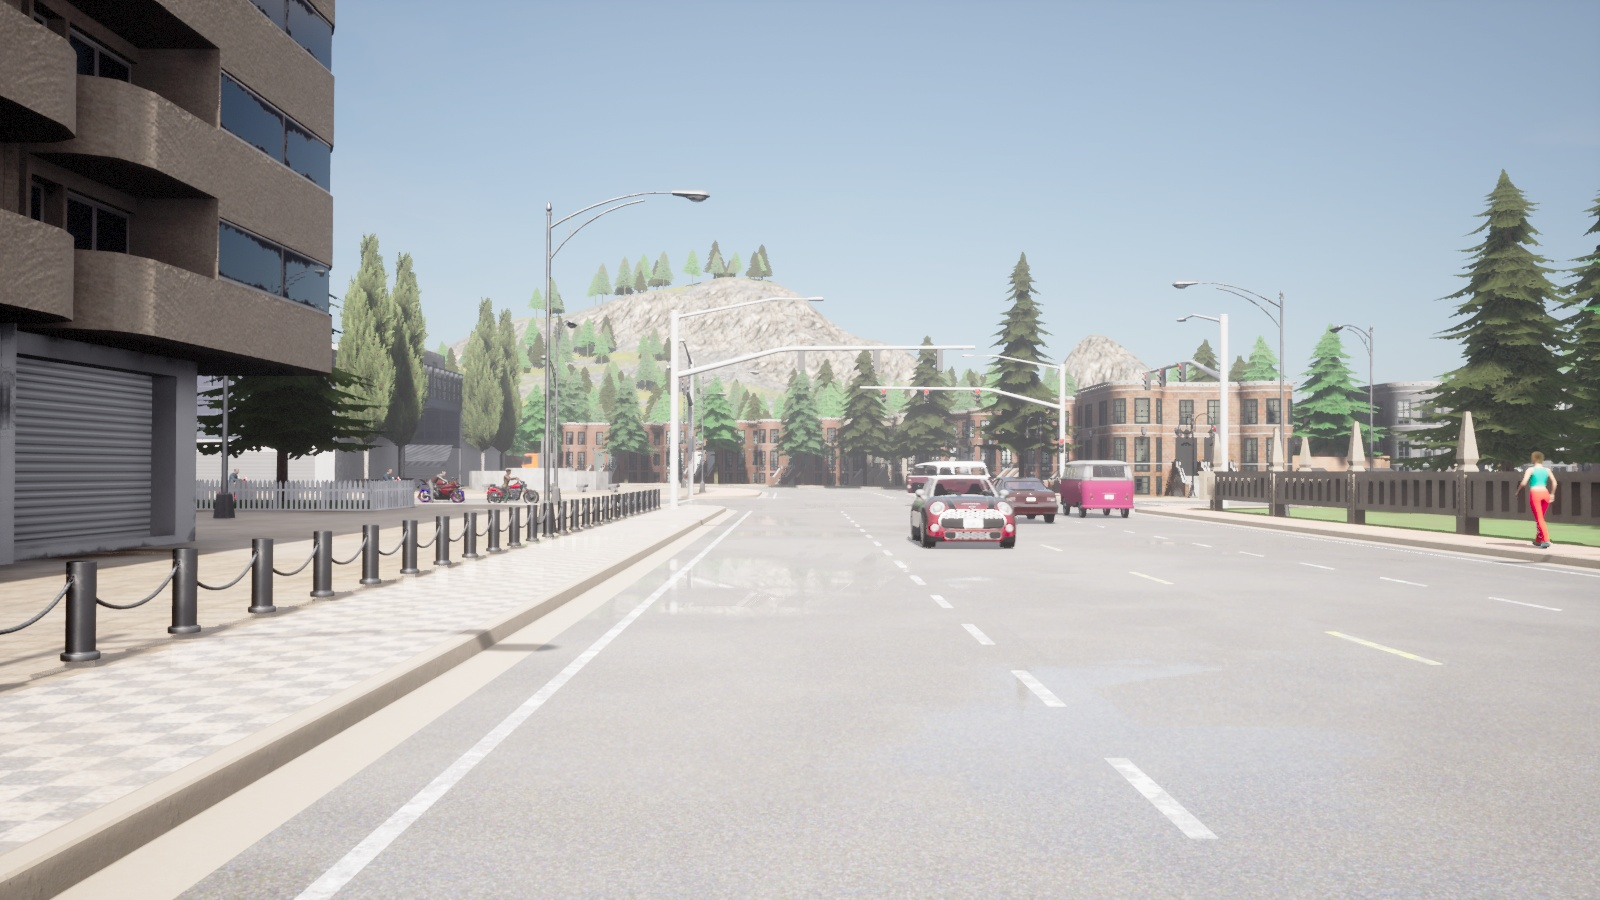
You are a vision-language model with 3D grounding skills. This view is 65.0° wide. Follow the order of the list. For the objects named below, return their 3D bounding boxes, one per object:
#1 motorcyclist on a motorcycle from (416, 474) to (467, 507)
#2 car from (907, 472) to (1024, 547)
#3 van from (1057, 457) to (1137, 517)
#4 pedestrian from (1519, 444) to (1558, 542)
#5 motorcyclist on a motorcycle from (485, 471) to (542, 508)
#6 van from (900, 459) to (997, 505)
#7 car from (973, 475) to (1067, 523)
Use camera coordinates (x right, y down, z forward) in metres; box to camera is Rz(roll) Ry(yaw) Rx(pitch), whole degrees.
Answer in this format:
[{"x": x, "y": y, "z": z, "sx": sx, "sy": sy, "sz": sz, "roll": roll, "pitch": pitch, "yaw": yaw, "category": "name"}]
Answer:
[{"x": -16.851, "y": 1.906, "z": 59.067, "sx": 2.191, "sy": 1.530, "sz": 0.866, "roll": 0, "pitch": -1, "yaw": 0, "category": "motorcyclist on a motorcycle"}, {"x": 3.432, "y": 1.213, "z": 26.680, "sx": 1.970, "sy": 1.475, "sz": 3.806, "roll": 0, "pitch": -1, "yaw": 0, "category": "car"}, {"x": 10.387, "y": 1.266, "z": 44.219, "sx": 1.775, "sy": 1.987, "sz": 4.442, "roll": 0, "pitch": -1, "yaw": 0, "category": "van"}, {"x": 14.029, "y": 0.817, "z": 23.857, "sx": 0.345, "sy": 1.836, "sz": 0.594, "roll": 0, "pitch": -1, "yaw": -2, "category": "pedestrian"}, {"x": -12.683, "y": 1.747, "z": 55.582, "sx": 2.350, "sy": 1.649, "sz": 0.766, "roll": 0, "pitch": -1, "yaw": 0, "category": "motorcyclist on a motorcycle"}, {"x": 6.880, "y": 1.480, "z": 57.871, "sx": 4.480, "sy": 2.038, "sz": 2.069, "roll": 1, "pitch": -2, "yaw": -44, "category": "van"}, {"x": 6.898, "y": 1.504, "z": 39.958, "sx": 2.033, "sy": 1.411, "sz": 5.357, "roll": 0, "pitch": -1, "yaw": 0, "category": "car"}]
